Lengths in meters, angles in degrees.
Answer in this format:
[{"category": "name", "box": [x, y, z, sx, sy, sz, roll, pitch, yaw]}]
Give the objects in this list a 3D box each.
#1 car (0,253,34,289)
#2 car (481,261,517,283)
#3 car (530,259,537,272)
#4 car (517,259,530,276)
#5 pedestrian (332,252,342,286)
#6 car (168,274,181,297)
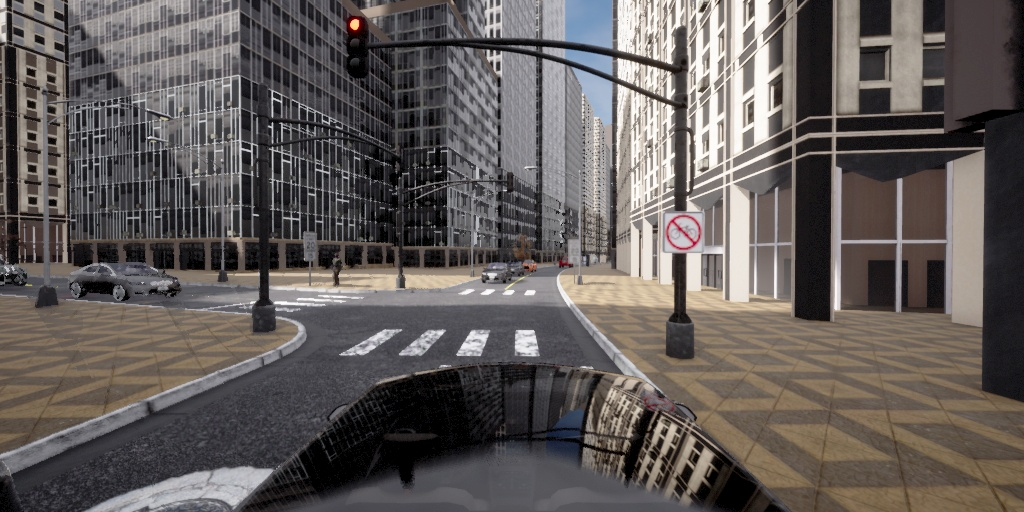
[{"category": "car", "box": [-27.972, 0.737, 18.742, 4.553, 1.767, 2.097, 1, 1, 16]}, {"category": "car", "box": [-1.117, 1.276, 28.175, 2.128, 1.511, 4.902, 0, 0, 7]}, {"category": "car", "box": [2.008, 1.220, 47.435, 2.097, 1.767, 4.553, 0, 0, 12]}, {"category": "car", "box": [0.229, 1.311, 37.657, 2.128, 1.511, 4.902, 0, 0, 9]}, {"category": "pedestrian", "box": [-9.523, 0.716, 19.442, 0.375, 1.860, 0.375, 0, 0, 16]}, {"category": "car", "box": [-16.666, 1.039, 15.440, 4.902, 1.511, 2.128, 1, 1, 17]}]
